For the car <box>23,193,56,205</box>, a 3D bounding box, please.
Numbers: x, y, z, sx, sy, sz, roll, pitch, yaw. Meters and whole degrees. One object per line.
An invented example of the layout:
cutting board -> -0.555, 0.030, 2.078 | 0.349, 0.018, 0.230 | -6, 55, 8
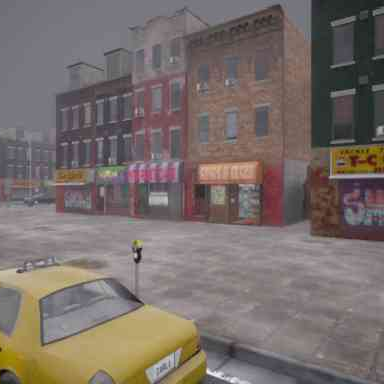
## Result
car -> -19.450, 0.855, 43.421 | 1.837, 1.490, 4.892 | 0, 2, 35

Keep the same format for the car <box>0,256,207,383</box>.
car -> -2.131, 1.525, 4.317 | 4.829, 1.417, 1.752 | 0, 0, 35
